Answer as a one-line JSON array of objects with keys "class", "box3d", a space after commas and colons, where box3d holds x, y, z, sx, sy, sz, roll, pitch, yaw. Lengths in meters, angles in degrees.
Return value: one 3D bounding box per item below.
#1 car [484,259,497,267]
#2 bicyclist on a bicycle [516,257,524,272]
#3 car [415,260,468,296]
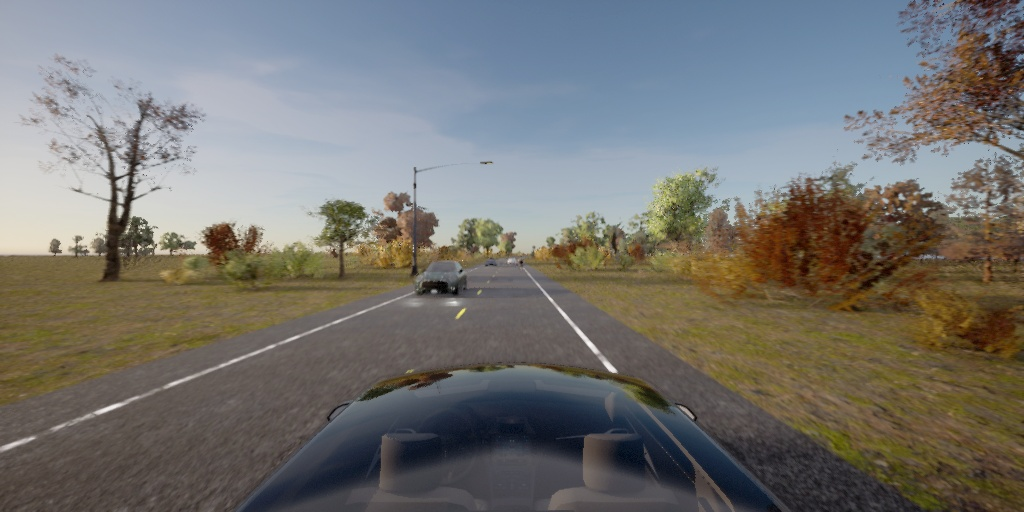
[{"class": "car", "box3d": [-3.524, 1.140, 60.510, 1.994, 1.385, 4.181, 0, 0, 0]}, {"class": "bicyclist on a bicycle", "box3d": [0.958, 1.019, 38.551, 0.659, 1.776, 1.843, 0, 0, 0]}, {"class": "car", "box3d": [-3.590, 1.059, 18.862, 2.097, 1.767, 4.553, 0, 0, 0]}]
